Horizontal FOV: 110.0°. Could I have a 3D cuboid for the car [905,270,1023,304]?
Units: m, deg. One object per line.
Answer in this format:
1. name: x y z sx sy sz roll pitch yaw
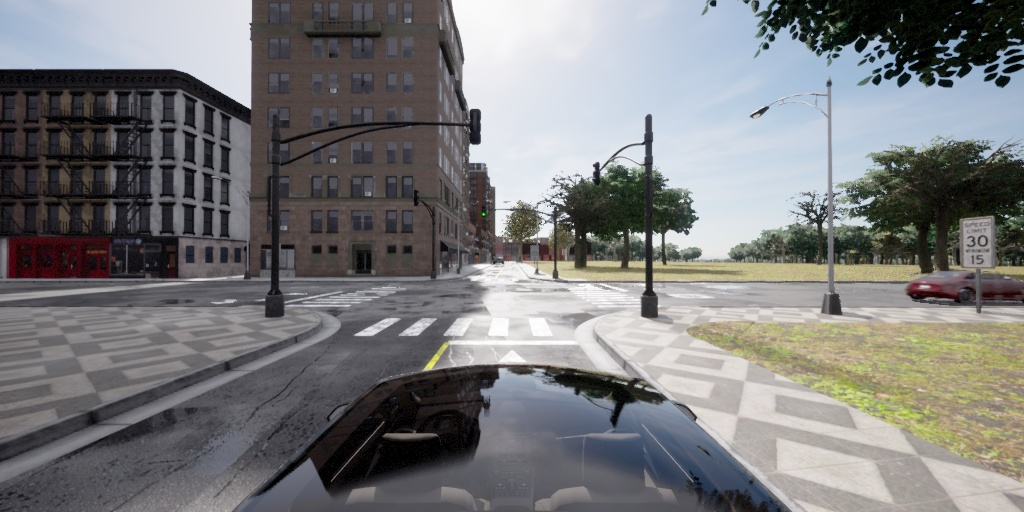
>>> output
1. car: 19.744 1.289 15.397 4.181 1.385 1.994 0 -1 0
